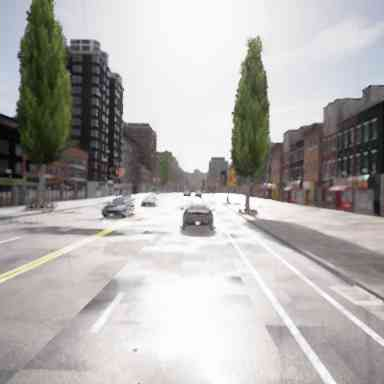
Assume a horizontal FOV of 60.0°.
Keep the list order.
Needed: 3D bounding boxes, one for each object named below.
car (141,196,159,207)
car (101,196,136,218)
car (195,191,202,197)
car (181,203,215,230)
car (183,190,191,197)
[{"bbox_3d":[-5.646,1.264,45.218,2.033,1.411,5.357,1,1,1],"label":"car"},{"bbox_3d":[-6.035,1.341,27.939,2.033,1.411,5.357,1,0,2],"label":"car"},{"bbox_3d":[1.782,0.672,92.046,1.994,1.385,4.181,1,1,1],"label":"car"},{"bbox_3d":[0.377,1.461,20.899,1.837,1.490,4.892,1,0,1],"label":"car"},{"bbox_3d":[-1.476,0.605,91.675,2.033,1.411,5.357,1,1,1],"label":"car"}]
